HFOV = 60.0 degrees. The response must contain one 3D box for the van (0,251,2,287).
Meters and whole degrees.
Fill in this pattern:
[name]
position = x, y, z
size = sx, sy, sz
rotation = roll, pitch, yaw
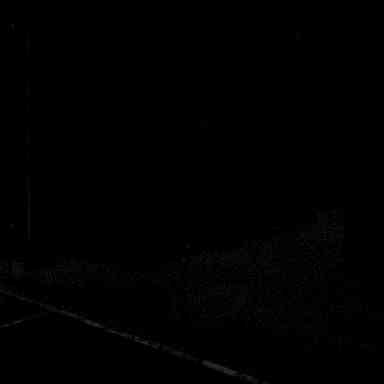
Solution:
[van]
position = -5.778, 1.339, 7.194
size = 3.998, 1.788, 1.690
rotation = 0, 0, 35
